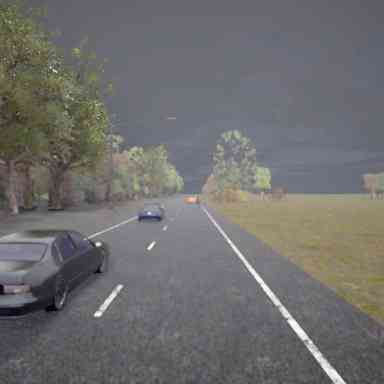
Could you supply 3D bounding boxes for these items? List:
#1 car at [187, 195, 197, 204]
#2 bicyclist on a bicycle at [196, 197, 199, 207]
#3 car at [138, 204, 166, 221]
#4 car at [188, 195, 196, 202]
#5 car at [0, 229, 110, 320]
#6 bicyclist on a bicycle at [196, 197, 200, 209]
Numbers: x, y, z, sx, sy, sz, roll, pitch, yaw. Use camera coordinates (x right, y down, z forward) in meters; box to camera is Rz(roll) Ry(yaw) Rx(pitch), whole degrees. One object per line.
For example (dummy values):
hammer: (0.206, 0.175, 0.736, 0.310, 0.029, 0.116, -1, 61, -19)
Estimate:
car: (0.032, 1.697, 76.027, 2.097, 1.767, 4.553, 0, 0, 0)
bicyclist on a bicycle: (0.986, 1.728, 58.421, 0.582, 1.620, 1.656, 0, -1, 0)
car: (-3.389, 1.698, 28.554, 1.994, 1.385, 4.181, 0, 0, 0)
car: (0.037, 1.630, 87.932, 2.097, 1.767, 4.553, 0, 0, 0)
car: (-3.399, 1.584, 7.713, 2.033, 1.411, 5.357, 0, 0, 0)
bicyclist on a bicycle: (0.982, 1.685, 49.420, 0.582, 1.620, 1.656, 0, -1, 0)
